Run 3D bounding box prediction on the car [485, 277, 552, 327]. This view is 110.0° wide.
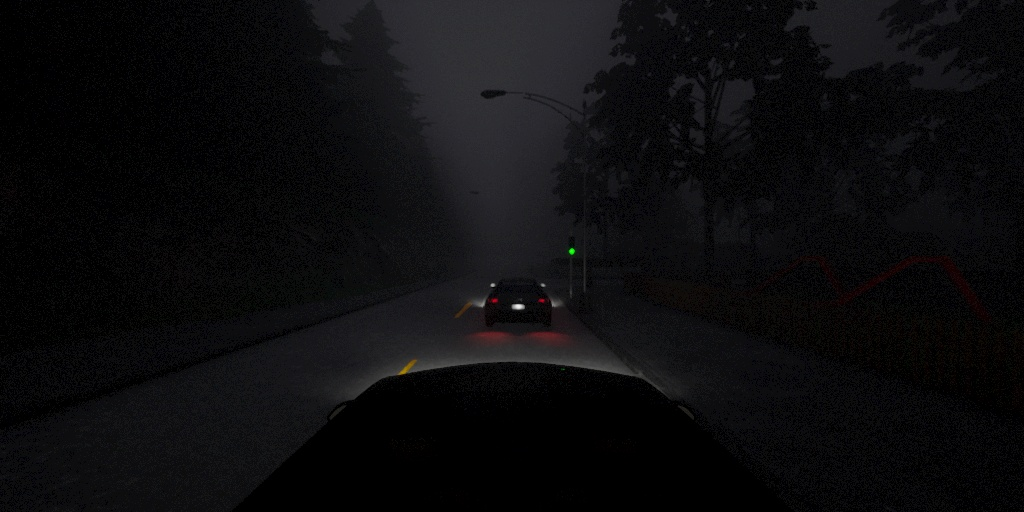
[{"bbox_3d":[0.199,1.389,11.909,1.994,1.385,4.181,0,0,1],"label":"car"}]
